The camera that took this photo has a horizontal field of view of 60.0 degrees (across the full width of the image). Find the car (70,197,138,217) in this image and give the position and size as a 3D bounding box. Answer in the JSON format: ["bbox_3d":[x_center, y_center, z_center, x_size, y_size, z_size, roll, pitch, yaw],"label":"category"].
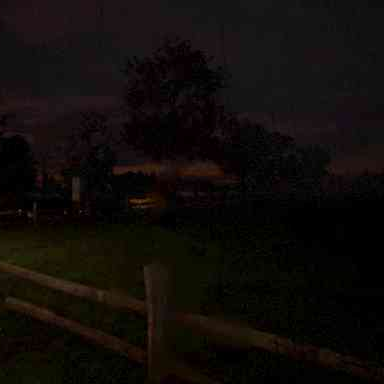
[{"bbox_3d":[-7.063,1.153,27.263,1.837,1.490,4.892,0,1,37],"label":"car"}]

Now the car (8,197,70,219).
[{"bbox_3d":[-11.657,1.213,25.991,1.837,1.490,4.892,0,1,37],"label":"car"}]

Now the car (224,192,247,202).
[{"bbox_3d":[6.599,0.750,50.547,1.994,1.385,4.181,0,1,37],"label":"car"}]

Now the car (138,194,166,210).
[{"bbox_3d":[-4.805,0.985,35.245,1.882,1.535,5.008,0,1,36],"label":"car"}]
